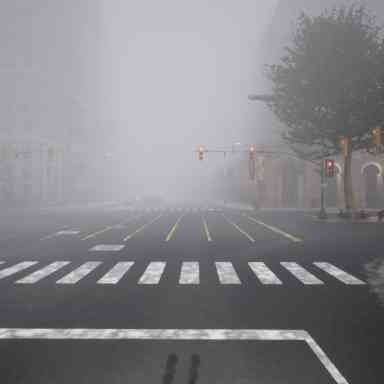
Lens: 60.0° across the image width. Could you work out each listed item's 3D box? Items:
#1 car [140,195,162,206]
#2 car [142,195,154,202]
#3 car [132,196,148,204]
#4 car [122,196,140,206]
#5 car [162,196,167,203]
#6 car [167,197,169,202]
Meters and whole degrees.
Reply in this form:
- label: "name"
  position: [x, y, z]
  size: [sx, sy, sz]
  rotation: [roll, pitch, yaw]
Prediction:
- label: "car"
  position: [-6.638, 1.352, 54.154]
  size: [2.097, 1.767, 4.553]
  rotation: [0, 0, 1]
- label: "car"
  position: [-9.806, 1.524, 74.555]
  size: [1.812, 1.442, 4.674]
  rotation: [0, 0, 1]
- label: "car"
  position: [-10.008, 1.547, 64.597]
  size: [2.033, 1.411, 5.357]
  rotation: [0, 0, 2]
- label: "car"
  position: [-10.121, 1.601, 54.845]
  size: [1.895, 1.301, 4.718]
  rotation: [0, 0, 1]
- label: "car"
  position: [-6.538, 1.491, 63.295]
  size: [2.128, 1.511, 4.902]
  rotation: [0, 0, 2]
- label: "car"
  position: [-6.323, 1.524, 73.568]
  size: [1.812, 1.442, 4.674]
  rotation: [0, 0, 1]
